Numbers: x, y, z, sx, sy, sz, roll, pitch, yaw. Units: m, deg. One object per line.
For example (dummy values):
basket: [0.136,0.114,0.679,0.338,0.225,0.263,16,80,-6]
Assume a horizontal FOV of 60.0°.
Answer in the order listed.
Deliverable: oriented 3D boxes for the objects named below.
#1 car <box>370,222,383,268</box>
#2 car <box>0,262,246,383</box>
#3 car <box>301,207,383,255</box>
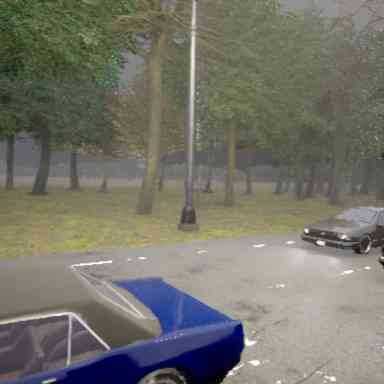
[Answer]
car: [6.671,1.463,8.102,4.718,1.301,1.895,0,2,-31]
car: [-1.902,1.422,2.740,4.718,1.301,1.895,0,3,-33]
car: [6.410,1.256,12.034,5.357,1.411,2.033,0,2,-31]
